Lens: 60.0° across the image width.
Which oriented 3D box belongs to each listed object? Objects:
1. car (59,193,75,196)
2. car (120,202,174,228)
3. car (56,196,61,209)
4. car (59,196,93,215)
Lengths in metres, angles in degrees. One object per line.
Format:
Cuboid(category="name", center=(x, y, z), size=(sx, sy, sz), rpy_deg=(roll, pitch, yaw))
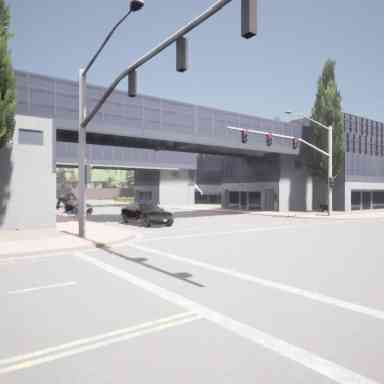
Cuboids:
Cuboid(category="car", center=(-23.749, 1.221, 63.027), size=(2.150, 2.045, 5.566), rpy_deg=(0, 0, -36))
Cuboid(category="car", center=(-3.121, 1.478, 22.477), size=(1.882, 1.535, 5.008), rpy_deg=(0, 0, -36))
Cuboid(category="car", center=(-19.097, 1.601, 44.459), size=(1.895, 1.301, 4.718), rpy_deg=(0, 0, -36))
Cuboid(category="car", center=(-11.742, 1.493, 34.323), size=(2.128, 1.511, 4.902), rpy_deg=(0, 0, -36))
